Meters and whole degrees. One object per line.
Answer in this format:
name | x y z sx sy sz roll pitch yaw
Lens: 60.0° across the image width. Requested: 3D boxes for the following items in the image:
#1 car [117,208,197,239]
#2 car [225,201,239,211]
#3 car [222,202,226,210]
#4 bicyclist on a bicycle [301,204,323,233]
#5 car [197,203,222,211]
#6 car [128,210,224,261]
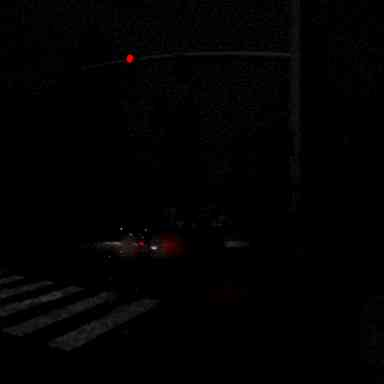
car | -1.827 1.727 18.305 2.033 1.411 5.357 0 -1 23
car | 5.621 2.049 49.619 2.128 1.511 4.902 0 -1 -6
car | 2.495 1.966 38.235 2.033 1.411 5.357 0 -1 4
bicyclist on a bicycle | 6.560 1.526 18.910 1.656 1.620 0.582 0 -1 19
car | 1.024 1.862 27.921 1.994 1.385 4.181 0 -1 13
car | -0.261 1.653 12.933 1.812 1.442 4.674 0 -1 25
